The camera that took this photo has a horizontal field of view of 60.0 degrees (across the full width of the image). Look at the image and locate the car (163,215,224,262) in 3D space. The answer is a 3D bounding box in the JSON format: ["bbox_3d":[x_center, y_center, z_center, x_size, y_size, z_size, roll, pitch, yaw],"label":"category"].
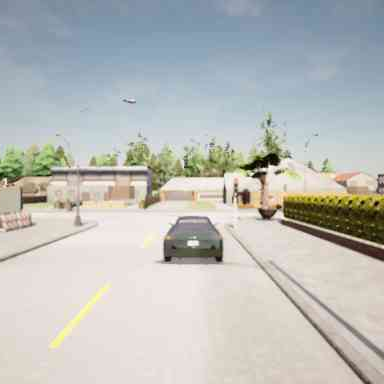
[{"bbox_3d":[0.057,1.534,12.094,1.994,1.385,4.181,0,0,1],"label":"car"}]

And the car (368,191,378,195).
[{"bbox_3d":[37.998,0.811,69.226,1.905,1.878,3.866,0,0,0],"label":"car"}]
